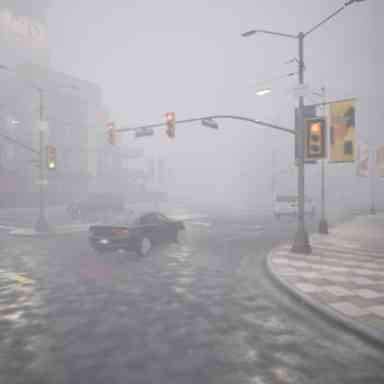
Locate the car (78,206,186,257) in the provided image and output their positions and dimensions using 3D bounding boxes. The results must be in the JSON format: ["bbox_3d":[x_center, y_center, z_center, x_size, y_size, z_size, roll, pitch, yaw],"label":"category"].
[{"bbox_3d":[-1.935,1.478,13.222,1.882,1.535,5.008,-1,0,23],"label":"car"}]

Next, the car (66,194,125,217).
[{"bbox_3d":[-8.637,1.221,30.290,2.150,2.045,5.566,0,0,36],"label":"car"}]

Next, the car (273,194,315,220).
[{"bbox_3d":[8.798,1.221,28.498,2.150,2.045,5.566,0,0,36],"label":"car"}]
